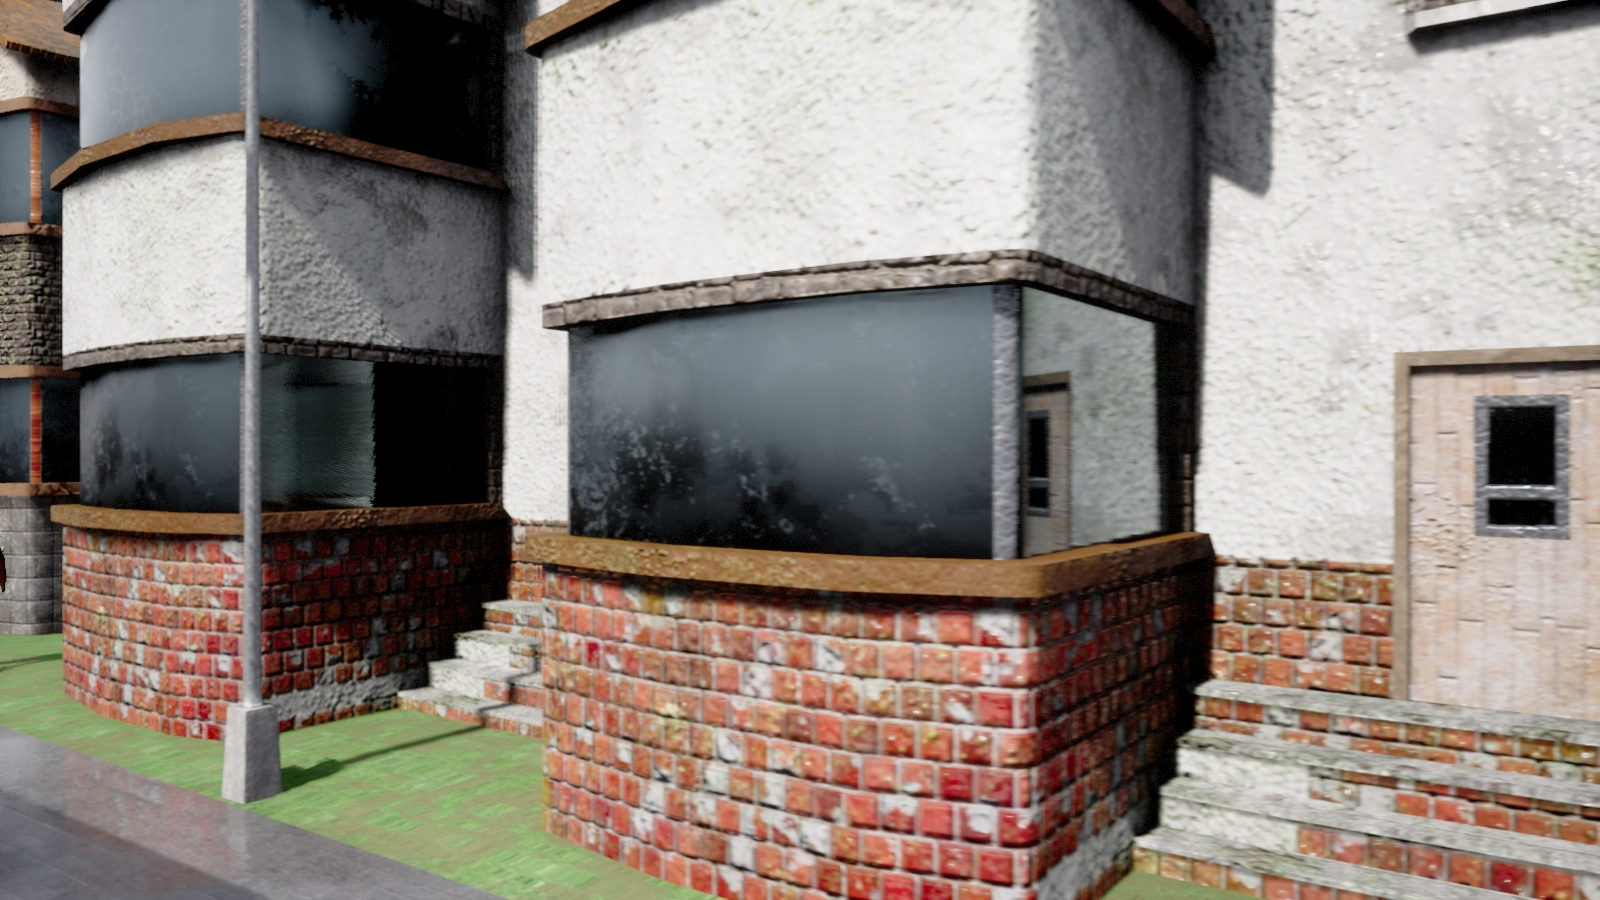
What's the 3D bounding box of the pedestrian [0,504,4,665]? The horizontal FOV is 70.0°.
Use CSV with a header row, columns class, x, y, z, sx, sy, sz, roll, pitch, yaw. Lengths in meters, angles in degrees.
class,x,y,z,sx,sy,sz,roll,pitch,yaw
pedestrian,-9.531,1.568,13.316,0.375,1.860,0.375,0,0,-27
